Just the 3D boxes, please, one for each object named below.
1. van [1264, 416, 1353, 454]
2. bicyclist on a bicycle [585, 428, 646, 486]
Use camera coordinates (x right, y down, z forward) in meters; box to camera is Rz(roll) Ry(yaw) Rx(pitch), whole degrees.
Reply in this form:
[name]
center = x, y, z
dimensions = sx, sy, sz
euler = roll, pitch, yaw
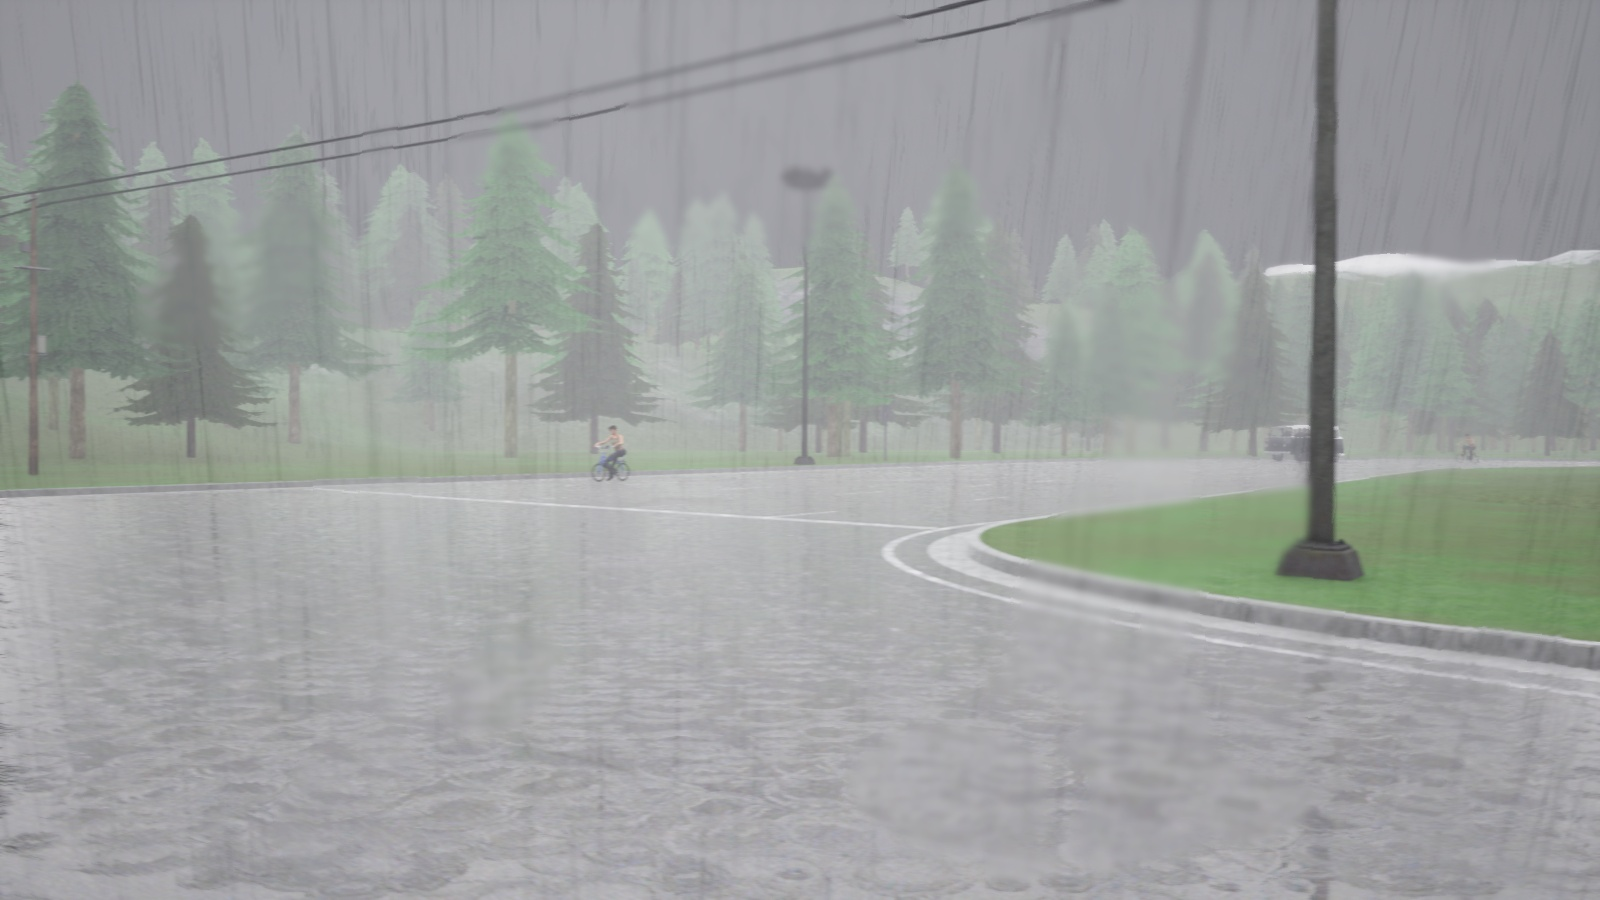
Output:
[van]
center = 27.675, -0.828, 68.380
dimensions = 4.480, 2.038, 2.069
euler = -1, 1, -28
[bicyclist on a bicycle]
center = -5.246, 0.190, 35.766
dimensions = 0.866, 1.612, 1.509
euler = 0, 1, 36
